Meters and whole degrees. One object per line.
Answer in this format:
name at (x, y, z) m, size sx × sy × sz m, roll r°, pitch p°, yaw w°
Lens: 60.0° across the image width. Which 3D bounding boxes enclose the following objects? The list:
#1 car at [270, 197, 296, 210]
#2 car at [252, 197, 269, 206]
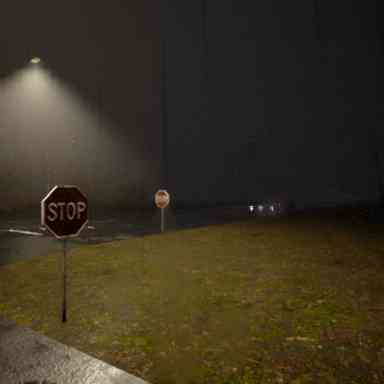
car at (12.341, 1.584, 44.056) m, size 1.994 × 1.385 × 4.181 m, roll 0°, pitch 0°, yaw 35°
car at (11.667, 1.497, 55.420) m, size 1.882 × 1.535 × 5.008 m, roll 0°, pitch 0°, yaw 35°
